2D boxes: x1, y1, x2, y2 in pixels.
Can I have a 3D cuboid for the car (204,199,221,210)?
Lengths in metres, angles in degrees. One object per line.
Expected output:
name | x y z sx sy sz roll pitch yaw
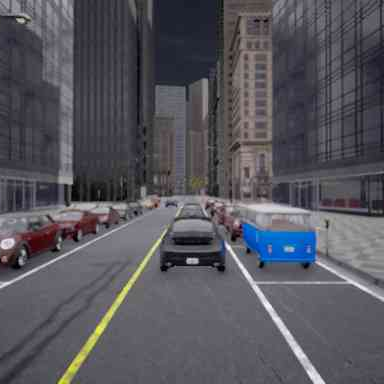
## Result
car | 2.623 1.603 43.719 1.887 1.381 4.507 0 0 0

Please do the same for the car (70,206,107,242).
car | -5.868 1.543 16.415 1.887 1.381 4.507 1 0 0

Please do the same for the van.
van | 2.665 1.337 10.961 1.690 1.788 3.998 1 0 0

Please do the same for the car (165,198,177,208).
car | -3.105 1.636 51.320 2.033 1.411 5.357 0 0 1

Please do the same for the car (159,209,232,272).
car | 0.033 1.500 10.807 1.837 1.490 4.892 0 0 0

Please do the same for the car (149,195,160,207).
car | -5.906 1.395 49.171 2.192 1.841 5.009 0 0 0

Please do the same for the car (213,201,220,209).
car | 2.650 1.549 21.880 1.887 1.381 4.507 1 0 0

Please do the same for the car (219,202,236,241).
car | 2.658 1.438 16.420 1.967 1.590 4.097 1 0 0

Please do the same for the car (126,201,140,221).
car | -5.881 1.564 27.334 2.008 1.369 4.403 1 0 0

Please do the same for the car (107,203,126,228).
car | -5.875 1.587 21.874 1.802 1.307 4.206 1 0 0

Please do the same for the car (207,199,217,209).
car | 2.636 1.607 32.799 1.802 1.307 4.206 0 0 0

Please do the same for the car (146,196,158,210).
car | -5.901 1.584 43.541 1.752 1.417 4.829 0 0 0

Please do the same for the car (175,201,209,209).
car | 0.013 1.557 25.509 2.033 1.411 5.357 0 0 0

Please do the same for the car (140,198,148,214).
car | -5.888 1.591 32.793 1.947 1.339 4.313 1 0 0

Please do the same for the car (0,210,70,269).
car | -5.860 1.436 10.956 1.967 1.590 4.097 1 0 0
